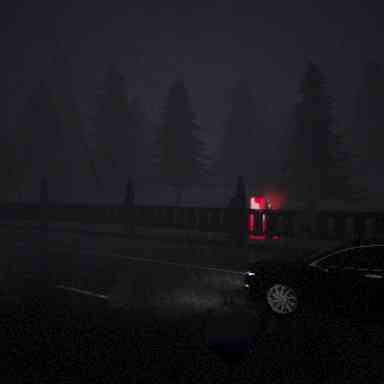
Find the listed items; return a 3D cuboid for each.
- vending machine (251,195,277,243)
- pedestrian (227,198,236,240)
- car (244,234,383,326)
[{"bbox_3d":[3.308,1.195,15.253,0.880,2.100,1.100,0,0,32],"label":"vending machine"},{"bbox_3d":[1.773,1.141,14.482,0.375,1.860,0.375,0,0,31],"label":"pedestrian"},{"bbox_3d":[3.303,1.504,5.776,4.892,1.490,1.837,0,-1,35],"label":"car"}]
